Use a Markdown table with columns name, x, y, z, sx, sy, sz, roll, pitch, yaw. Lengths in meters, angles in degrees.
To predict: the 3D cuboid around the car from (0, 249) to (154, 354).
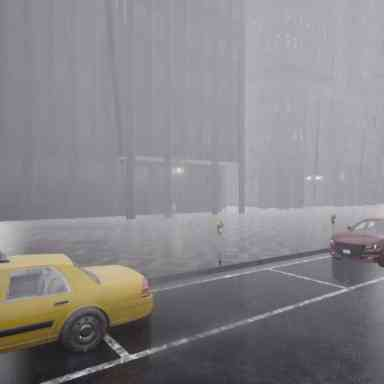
| name | x | y | z | sx | sy | sz | roll | pitch | yaw |
| --- | --- | --- | --- | --- | --- | --- | --- | --- | --- |
| car | -2.908 | 1.525 | 4.574 | 4.829 | 1.417 | 1.752 | 0 | 0 | -36 |

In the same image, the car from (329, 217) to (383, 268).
| name | x | y | z | sx | sy | sz | roll | pitch | yaw |
| --- | --- | --- | --- | --- | --- | --- | --- | --- | --- |
| car | 6.468 | 1.546 | 11.277 | 4.507 | 1.381 | 1.887 | 0 | 0 | -36 |
